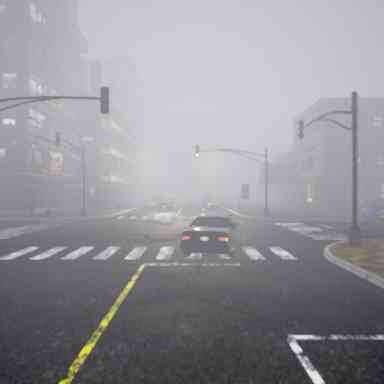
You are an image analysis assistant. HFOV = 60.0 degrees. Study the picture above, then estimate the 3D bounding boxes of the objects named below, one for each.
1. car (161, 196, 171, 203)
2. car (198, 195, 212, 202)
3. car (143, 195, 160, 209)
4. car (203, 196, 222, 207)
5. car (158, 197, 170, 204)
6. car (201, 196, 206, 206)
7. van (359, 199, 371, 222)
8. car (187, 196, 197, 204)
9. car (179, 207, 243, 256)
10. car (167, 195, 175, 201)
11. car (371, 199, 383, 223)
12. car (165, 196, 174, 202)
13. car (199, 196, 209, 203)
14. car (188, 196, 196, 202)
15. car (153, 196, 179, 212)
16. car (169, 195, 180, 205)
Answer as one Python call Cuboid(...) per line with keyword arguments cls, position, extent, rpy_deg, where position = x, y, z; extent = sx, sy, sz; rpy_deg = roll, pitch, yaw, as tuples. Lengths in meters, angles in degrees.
Cuboid(cls="car", position=(-5.676, 1.631, 73.773), extent=(1.752, 1.417, 4.829), rpy_deg=(0, 0, 0))
Cuboid(cls="car", position=(2.703, 1.386, 57.325), extent=(2.192, 1.841, 5.009), rpy_deg=(0, 0, 0))
Cuboid(cls="car", position=(-5.680, 1.577, 46.077), extent=(1.752, 1.417, 4.829), rpy_deg=(0, 0, 0))
Cuboid(cls="car", position=(2.700, 1.569, 40.878), extent=(1.752, 1.417, 4.829), rpy_deg=(0, 0, 0))
Cuboid(cls="car", position=(-5.677, 1.644, 68.404), extent=(2.008, 1.369, 4.403), rpy_deg=(0, 0, 0))
Cuboid(cls="car", position=(2.701, 1.643, 51.786), extent=(1.802, 1.307, 4.206), rpy_deg=(0, 0, 0))
Cuboid(cls="van", position=(14.904, 1.429, 25.190), extent=(3.998, 1.788, 1.690), rpy_deg=(0, 0, 0))
Cuboid(cls="car", position=(0.011, 1.617, 67.510), extent=(1.812, 1.442, 4.674), rpy_deg=(0, 0, 0))
Cuboid(cls="car", position=(0.920, 1.547, 13.158), extent=(2.033, 1.411, 5.357), rpy_deg=(0, 0, 12))
Cuboid(cls="car", position=(-5.673, 1.589, 90.561), extent=(1.967, 1.590, 4.097), rpy_deg=(0, 0, 0))
Cuboid(cls="car", position=(15.672, 1.297, 22.600), extent=(5.566, 2.045, 2.150), rpy_deg=(0, 0, 0))
Cuboid(cls="car", position=(-5.674, 1.679, 85.023), extent=(1.887, 1.381, 4.507), rpy_deg=(0, 0, 0))
Cuboid(cls="car", position=(2.705, 1.657, 73.942), extent=(2.008, 1.369, 4.403), rpy_deg=(0, 0, 0))
Cuboid(cls="car", position=(0.014, 1.556, 77.517), extent=(1.994, 1.385, 4.181), rpy_deg=(0, 0, 0))
Cuboid(cls="car", position=(-3.082, 1.534, 39.981), extent=(2.128, 1.511, 4.902), rpy_deg=(0, 0, 0))
Cuboid(cls="car", position=(-3.045, 1.547, 56.448), extent=(1.882, 1.535, 5.008), rpy_deg=(0, 0, 0))
